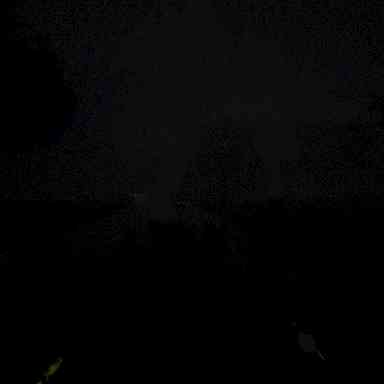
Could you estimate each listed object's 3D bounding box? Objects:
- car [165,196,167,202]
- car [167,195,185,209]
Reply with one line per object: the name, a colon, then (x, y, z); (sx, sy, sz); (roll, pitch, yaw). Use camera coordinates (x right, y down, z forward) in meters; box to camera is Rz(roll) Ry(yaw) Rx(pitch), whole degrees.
car: (-4.138, 1.213, 62.798); (2.033, 1.411, 5.357); (0, 0, -8)
car: (-1.847, 1.373, 42.698); (2.033, 1.411, 5.357); (0, 0, -5)
